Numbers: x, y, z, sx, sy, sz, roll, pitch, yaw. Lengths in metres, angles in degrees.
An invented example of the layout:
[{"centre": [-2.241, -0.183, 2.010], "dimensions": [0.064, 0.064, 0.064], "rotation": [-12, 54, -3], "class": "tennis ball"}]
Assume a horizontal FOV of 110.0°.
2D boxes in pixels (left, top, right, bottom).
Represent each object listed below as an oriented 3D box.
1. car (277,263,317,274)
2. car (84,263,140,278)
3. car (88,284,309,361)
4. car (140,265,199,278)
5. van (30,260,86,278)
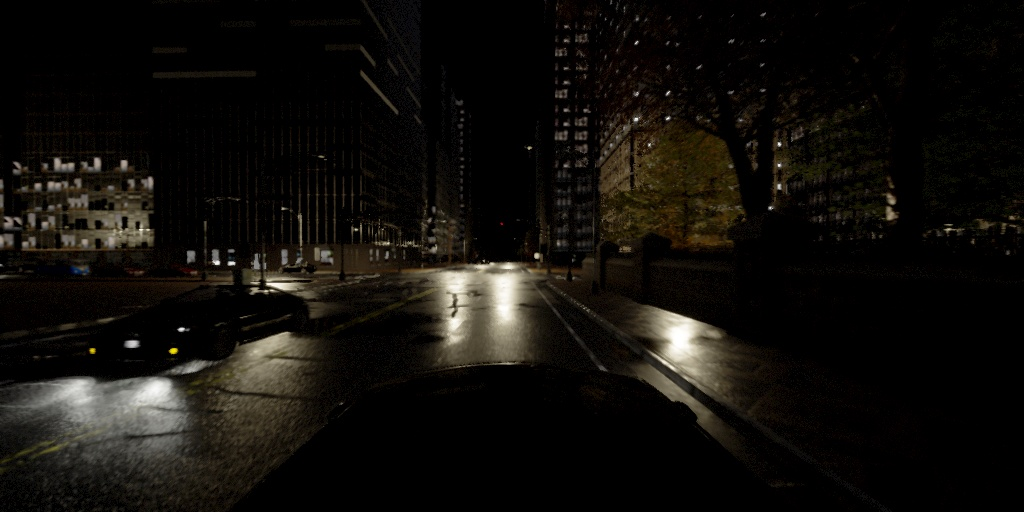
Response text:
[{"centre": [-25.539, 1.453, 42.701], "dimensions": [4.313, 1.339, 1.948], "rotation": [0, 0, 2], "class": "car"}, {"centre": [-38.414, 1.504, 35.008], "dimensions": [4.207, 1.307, 1.802], "rotation": [0, 0, 2], "class": "car"}, {"centre": [-6.596, 1.352, 8.215], "dimensions": [1.994, 1.385, 4.181], "rotation": [0, 0, 0], "class": "car"}, {"centre": [-32.865, 1.517, 34.835], "dimensions": [4.207, 1.307, 1.802], "rotation": [0, 0, 2], "class": "car"}, {"centre": [-43.963, 1.250, 35.180], "dimensions": [3.998, 1.789, 1.690], "rotation": [0, 0, 2], "class": "van"}]
